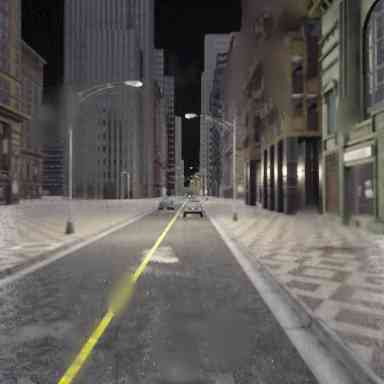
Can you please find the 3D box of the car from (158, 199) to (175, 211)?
[{"bbox_3d":[-3.094,1.557,40.936,2.033,1.411,5.357,0,0,0],"label":"car"}]

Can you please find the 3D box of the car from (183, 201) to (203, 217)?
[{"bbox_3d":[0.096,1.553,31.900,2.033,1.411,5.357,0,0,0],"label":"car"}]
